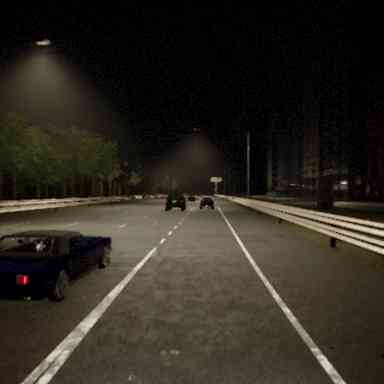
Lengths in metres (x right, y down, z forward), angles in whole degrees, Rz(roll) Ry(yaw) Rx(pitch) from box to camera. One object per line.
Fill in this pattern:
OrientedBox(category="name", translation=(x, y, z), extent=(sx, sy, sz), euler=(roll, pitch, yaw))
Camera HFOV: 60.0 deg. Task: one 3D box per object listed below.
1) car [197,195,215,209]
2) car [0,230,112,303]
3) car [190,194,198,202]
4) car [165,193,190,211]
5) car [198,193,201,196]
OrientedBox(category="car", translation=(2.069, 1.511, 46.003), extent=(1.837, 1.490, 4.892), euler=(1, 0, 3))
OrientedBox(category="car", translation=(-3.453, 1.573, 8.143), extent=(1.895, 1.301, 4.718), euler=(0, 0, 3))
OrientedBox(category="car", translation=(-0.139, 1.543, 75.741), extent=(1.812, 1.442, 4.674), euler=(0, 0, 3))
OrientedBox(category="car", translation=(-1.845, 1.199, 39.771), extent=(2.150, 2.045, 5.566), euler=(0, 0, 3))
OrientedBox(category="car", translation=(0.661, 1.418, 93.565), extent=(2.097, 1.767, 4.553), euler=(0, 0, 3))
